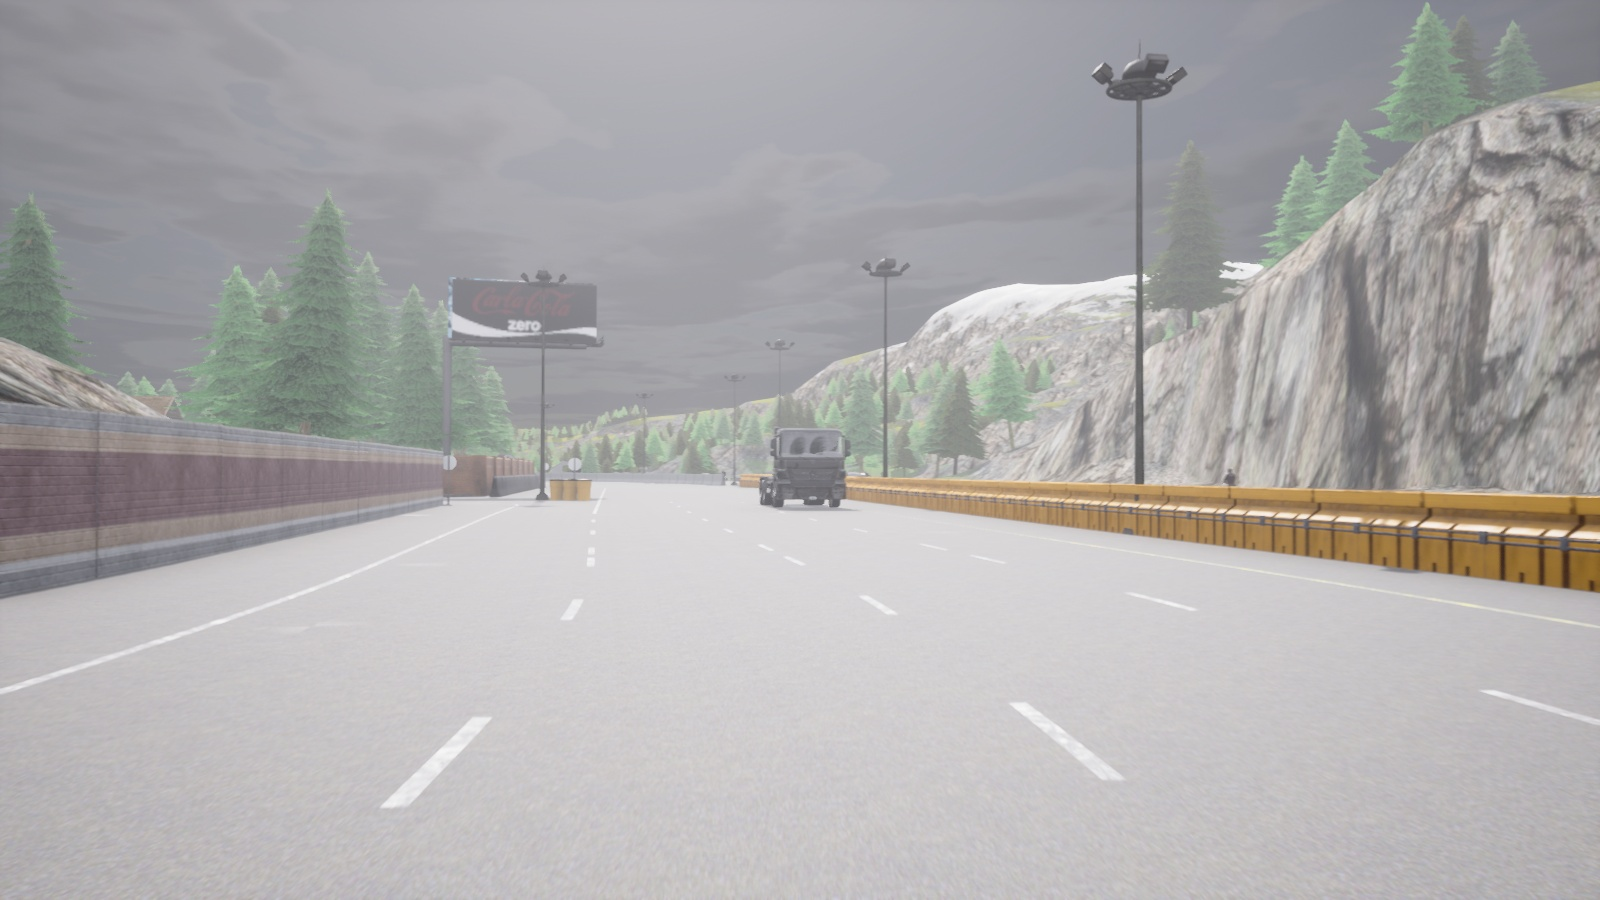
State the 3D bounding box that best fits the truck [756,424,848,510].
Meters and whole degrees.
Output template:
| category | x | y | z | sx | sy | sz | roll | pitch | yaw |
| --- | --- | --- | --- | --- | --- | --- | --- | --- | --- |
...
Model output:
| category | x | y | z | sx | sy | sz | roll | pitch | yaw |
| --- | --- | --- | --- | --- | --- | --- | --- | --- | --- |
| truck | -0.064 | 0.758 | 55.245 | 2.891 | 3.462 | 7.936 | 0 | -1 | -9 |
